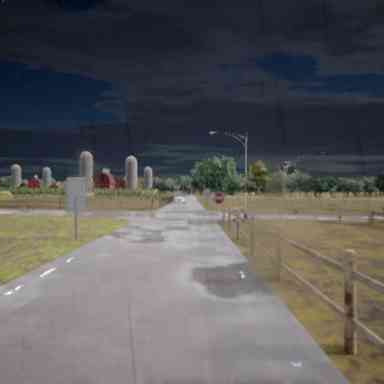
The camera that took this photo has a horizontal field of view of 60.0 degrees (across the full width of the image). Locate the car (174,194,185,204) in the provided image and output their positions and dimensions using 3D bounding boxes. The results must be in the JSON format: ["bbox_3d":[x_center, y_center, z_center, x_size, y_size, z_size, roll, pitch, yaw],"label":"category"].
[{"bbox_3d":[-2.757,1.500,72.743,2.150,2.045,5.566,0,0,0],"label":"car"}]
